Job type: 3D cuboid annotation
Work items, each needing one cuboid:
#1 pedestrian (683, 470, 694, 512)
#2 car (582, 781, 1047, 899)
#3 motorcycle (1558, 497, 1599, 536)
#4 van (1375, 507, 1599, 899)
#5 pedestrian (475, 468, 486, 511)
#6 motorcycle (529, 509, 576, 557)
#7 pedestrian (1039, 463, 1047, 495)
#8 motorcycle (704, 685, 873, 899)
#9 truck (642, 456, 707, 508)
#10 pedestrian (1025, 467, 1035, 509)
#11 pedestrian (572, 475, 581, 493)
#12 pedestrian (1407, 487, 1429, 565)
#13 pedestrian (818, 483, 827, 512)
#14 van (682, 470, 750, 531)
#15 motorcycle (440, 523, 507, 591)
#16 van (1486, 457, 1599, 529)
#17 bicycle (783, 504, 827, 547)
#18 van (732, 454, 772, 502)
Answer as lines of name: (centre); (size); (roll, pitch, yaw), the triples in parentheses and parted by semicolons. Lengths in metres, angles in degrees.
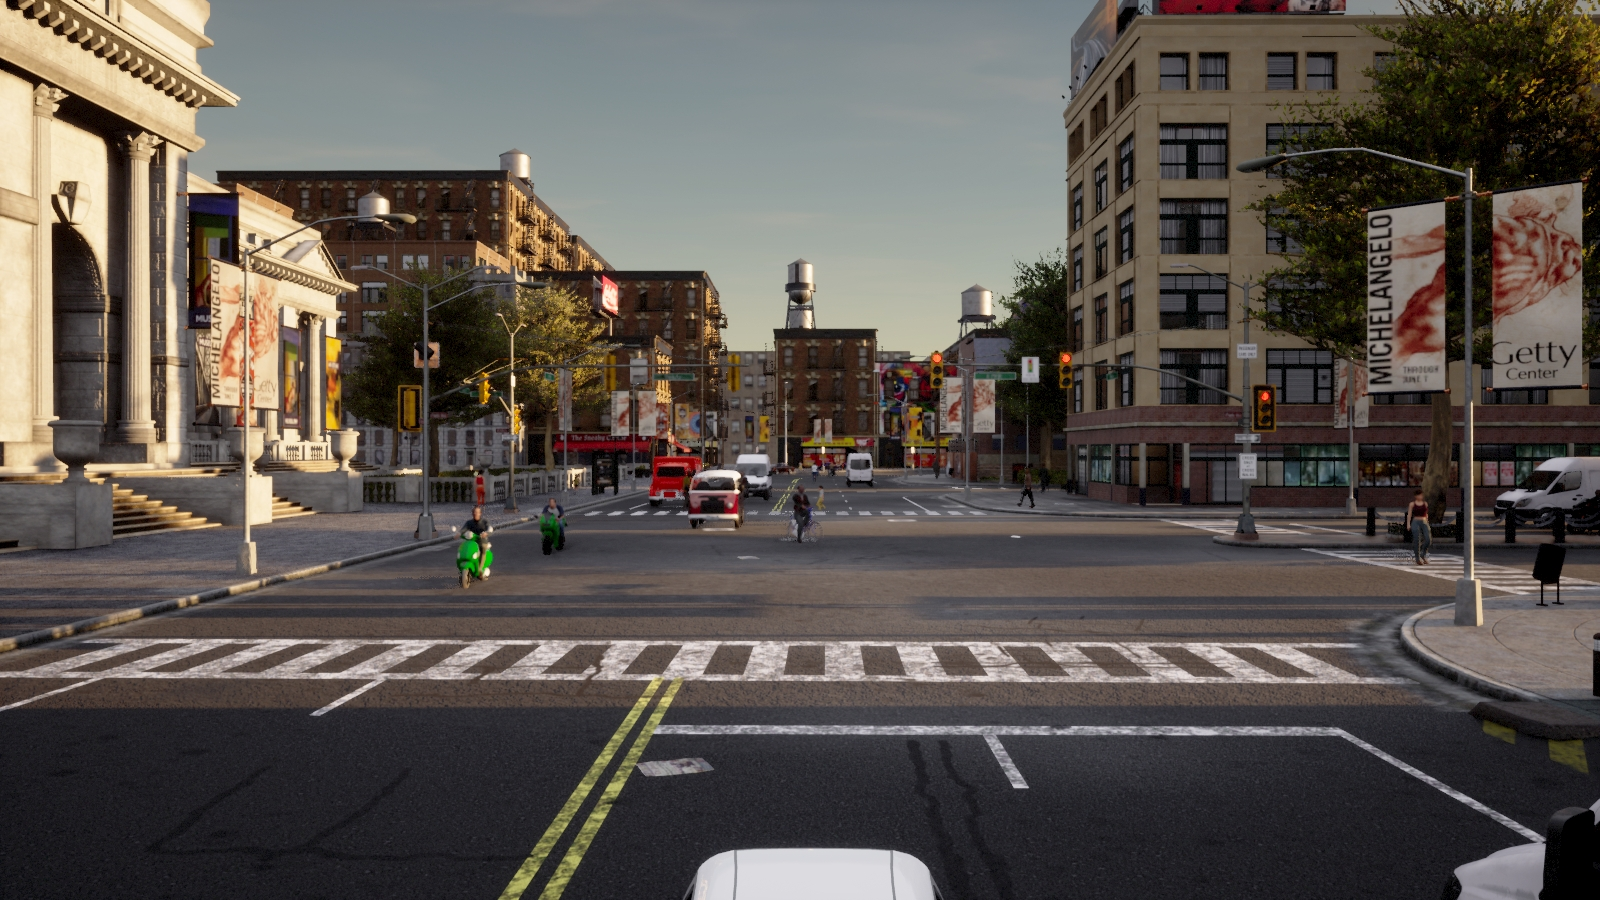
pedestrian: (-5.011, 1.849, 51.248); (0.375, 1.860, 0.375); (0, 0, 11)
car: (0.047, 2.120, 3.817); (1.481, 1.376, 2.207); (0, 0, 0)
motorcycle: (26.649, 2.205, 38.041); (2.209, 1.251, 0.867); (0, 0, 1)
van: (3.538, 1.534, 2.141); (1.988, 2.561, 5.915); (0, 0, 1)
pedestrian: (-13.890, 1.697, 49.663); (0.375, 1.860, 0.375); (0, 0, -2)
motorcycle: (-6.619, 2.213, 30.703); (0.803, 1.145, 2.033); (0, 0, 1)
pedestrian: (14.358, 1.696, 67.550); (0.375, 1.860, 0.375); (0, 0, -2)
motorcycle: (-0.047, 2.182, 6.691); (0.856, 1.236, 1.805); (0, 0, 1)
truck: (-6.286, 1.565, 57.854); (2.627, 2.467, 5.204); (0, 0, 1)
pedestrian: (10.317, 1.697, 51.297); (0.375, 1.860, 0.375); (0, 0, 3)
pedestrian: (-13.580, 2.076, 69.341); (0.500, 1.100, 0.500); (0, 0, -6)
pedestrian: (15.024, 1.848, 27.776); (0.375, 1.860, 0.375); (0, 0, 6)
pedestrian: (1.023, 2.128, 51.480); (0.375, 1.300, 0.375); (0, 0, 0)
van: (-2.998, 1.784, 41.663); (2.069, 2.038, 4.480); (0, 0, 1)
motorcycle: (-6.740, 2.182, 23.665); (0.856, 1.236, 1.805); (0, 0, 1)
van: (28.485, 1.534, 41.518); (5.915, 2.561, 1.988); (0, 0, 1)
bicycle: (0.133, 2.210, 33.706); (0.329, 1.171, 1.835); (2, -1, -32)
van: (-2.681, 1.533, 65.101); (1.988, 2.561, 5.915); (0, 0, 1)
